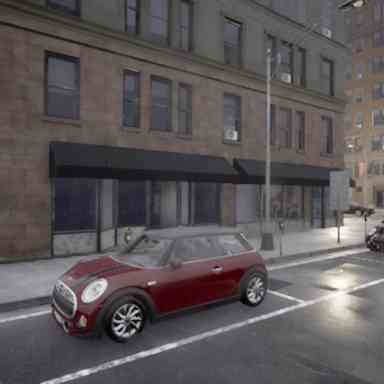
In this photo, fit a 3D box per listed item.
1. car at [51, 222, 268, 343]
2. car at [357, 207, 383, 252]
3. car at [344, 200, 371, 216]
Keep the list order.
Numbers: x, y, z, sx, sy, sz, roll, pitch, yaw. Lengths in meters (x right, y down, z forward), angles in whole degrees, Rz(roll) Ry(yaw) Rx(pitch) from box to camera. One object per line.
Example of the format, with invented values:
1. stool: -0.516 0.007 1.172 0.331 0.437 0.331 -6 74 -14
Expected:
1. car: -0.483 1.449 6.403 4.097 1.590 1.967 0 0 -35
2. car: 8.476 1.484 12.762 4.097 1.590 1.967 0 0 -35
3. car: 14.689 1.486 31.671 1.882 1.535 5.008 1 0 -37
